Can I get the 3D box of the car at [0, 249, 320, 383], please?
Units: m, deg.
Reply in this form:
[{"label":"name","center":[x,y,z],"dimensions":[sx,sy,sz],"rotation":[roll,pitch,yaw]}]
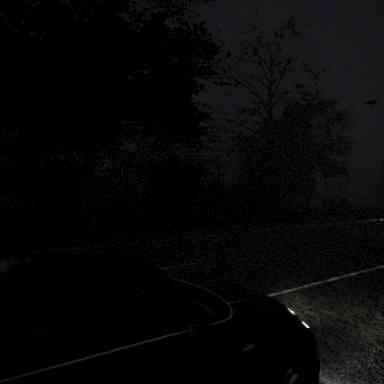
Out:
[{"label":"car","center":[-0.869,1.349,3.084],"dimensions":[4.553,1.767,2.097],"rotation":[0,0,-35]}]
